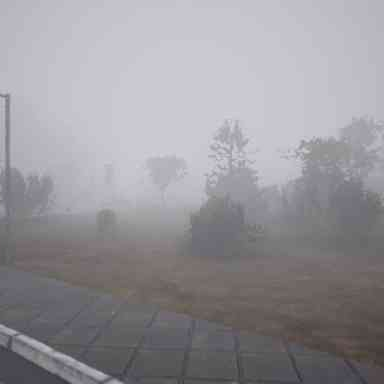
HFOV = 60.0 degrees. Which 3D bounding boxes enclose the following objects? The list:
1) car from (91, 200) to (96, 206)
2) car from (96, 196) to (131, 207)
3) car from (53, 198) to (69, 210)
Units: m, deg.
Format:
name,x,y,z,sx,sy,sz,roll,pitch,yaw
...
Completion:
name,x,y,z,sx,sy,sz,roll,pitch,yaw
car,-13.413,1.393,52.063,1.882,1.535,5.008,0,1,39
car,-11.215,1.525,49.217,1.895,1.301,4.718,0,1,39
car,-17.685,1.480,41.197,2.128,1.511,4.902,0,0,39
